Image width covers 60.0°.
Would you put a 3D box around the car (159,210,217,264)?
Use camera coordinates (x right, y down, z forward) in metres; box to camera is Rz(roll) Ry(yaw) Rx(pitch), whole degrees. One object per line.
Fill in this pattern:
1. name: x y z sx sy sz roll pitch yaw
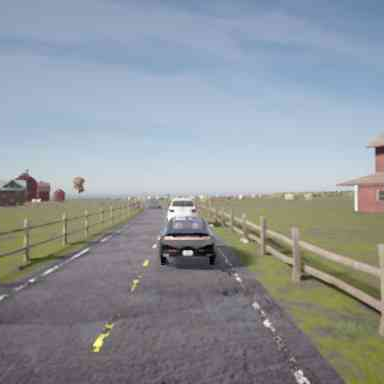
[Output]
1. car: -0.175 1.634 12.358 2.128 1.511 4.902 0 -1 -1

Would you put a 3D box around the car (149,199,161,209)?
1. car: -6.390 2.054 57.552 2.097 1.767 4.553 0 -1 -6

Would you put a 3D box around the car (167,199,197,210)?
1. car: -0.769 1.526 26.181 2.150 2.045 5.566 0 0 -3
